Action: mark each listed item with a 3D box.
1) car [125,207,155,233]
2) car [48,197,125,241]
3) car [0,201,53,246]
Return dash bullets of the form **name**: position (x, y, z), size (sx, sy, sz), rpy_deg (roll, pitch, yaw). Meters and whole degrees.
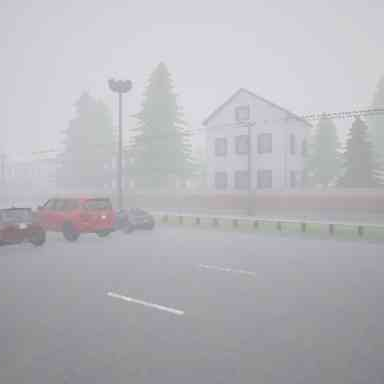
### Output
- **car**: position (-4.204, 1.570, 19.765), size (4.181, 1.385, 1.994), rpy_deg (0, 0, 36)
- **car**: position (-6.261, 1.255, 16.933), size (5.566, 2.045, 2.150), rpy_deg (0, 0, 36)
- **car**: position (-8.244, 1.363, 14.049), size (4.553, 1.767, 2.097), rpy_deg (0, 0, 36)
